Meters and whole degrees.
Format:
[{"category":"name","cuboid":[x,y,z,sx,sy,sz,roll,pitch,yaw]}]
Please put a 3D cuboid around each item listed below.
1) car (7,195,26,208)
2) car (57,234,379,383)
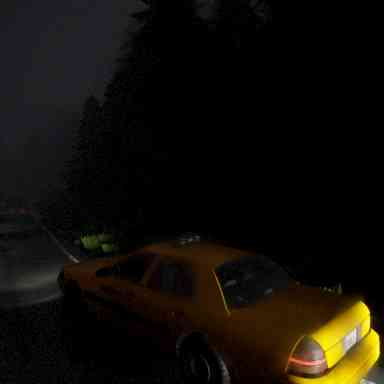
[{"category":"car","cuboid":[-21.095,1.059,40.093,2.128,1.511,4.902,-2,2,-26]},{"category":"car","cuboid":[-0.254,1.417,5.093,5.366,1.575,1.801,1,1,44]}]
